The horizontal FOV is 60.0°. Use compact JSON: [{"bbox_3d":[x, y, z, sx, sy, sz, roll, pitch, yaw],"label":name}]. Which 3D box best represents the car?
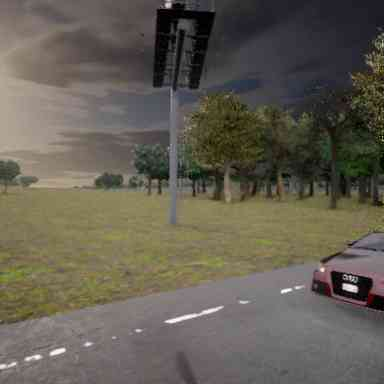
[{"bbox_3d":[4.491,1.554,7.197,4.181,1.385,1.994,0,0,-36],"label":"car"}]
